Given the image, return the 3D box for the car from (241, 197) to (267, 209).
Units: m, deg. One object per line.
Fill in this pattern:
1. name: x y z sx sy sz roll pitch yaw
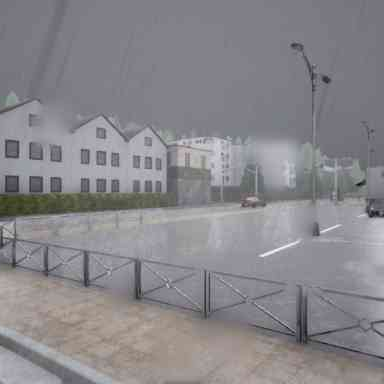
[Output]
1. car: 7.947 1.334 42.582 1.812 1.442 4.674 0 0 35

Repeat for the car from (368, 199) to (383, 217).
1. car: 15.488 1.298 26.767 2.007 1.523 4.514 0 0 35
